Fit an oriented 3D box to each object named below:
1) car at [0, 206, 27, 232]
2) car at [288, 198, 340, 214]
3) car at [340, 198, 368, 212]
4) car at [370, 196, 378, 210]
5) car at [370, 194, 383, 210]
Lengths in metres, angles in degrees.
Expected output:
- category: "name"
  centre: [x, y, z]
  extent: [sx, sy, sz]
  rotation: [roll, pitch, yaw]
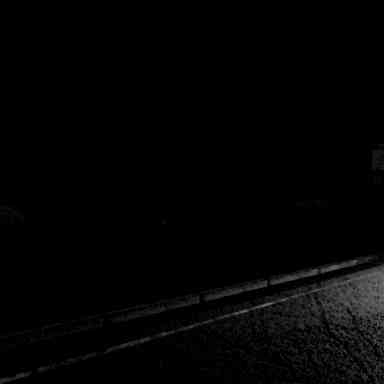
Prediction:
- category: "car"
  centre: [-10.665, 1.491, 18.920]
  extent: [2.002, 1.452, 4.674]
  rotation: [0, 0, -35]
- category: "car"
  centre: [12.551, 1.441, 35.426]
  extent: [2.097, 1.535, 5.008]
  rotation: [0, 0, -35]
- category: "car"
  centre: [17.083, 1.458, 38.662]
  extent: [2.097, 1.535, 5.008]
  rotation: [0, 0, -35]
- category: "car"
  centre: [19.355, 1.512, 40.276]
  extent: [2.002, 1.452, 4.674]
  rotation: [0, 0, -35]
- category: "car"
  centre: [23.911, 1.384, 43.479]
  extent: [2.185, 1.767, 4.553]
  rotation: [1, 0, -35]
